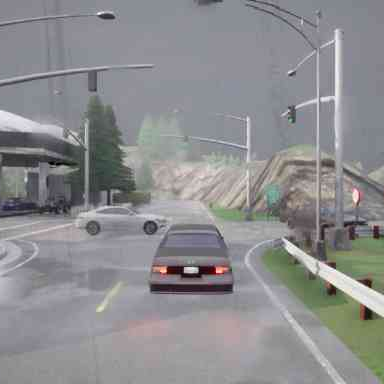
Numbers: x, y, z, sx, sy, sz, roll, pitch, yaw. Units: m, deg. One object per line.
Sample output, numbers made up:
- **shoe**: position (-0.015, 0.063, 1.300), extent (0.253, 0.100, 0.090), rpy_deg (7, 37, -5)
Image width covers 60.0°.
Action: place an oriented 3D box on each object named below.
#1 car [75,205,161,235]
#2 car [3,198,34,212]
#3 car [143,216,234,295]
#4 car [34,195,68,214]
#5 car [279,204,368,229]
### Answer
- **car**: position (-3.640, 1.415, 17.379), extent (4.674, 1.442, 1.812), rpy_deg (0, 0, -1)
- **car**: position (-20.302, 1.480, 39.482), extent (2.242, 1.667, 4.611), rpy_deg (0, 0, -1)
- **car**: position (0.035, 1.547, 8.895), extent (2.033, 1.411, 5.357), rpy_deg (0, 0, 1)
- **car**: position (-14.587, 1.313, 35.214), extent (1.905, 1.878, 3.866), rpy_deg (0, 0, -1)
- **car**: position (6.679, 1.358, 17.605), extent (2.033, 1.411, 5.357), rpy_deg (0, 0, -16)
